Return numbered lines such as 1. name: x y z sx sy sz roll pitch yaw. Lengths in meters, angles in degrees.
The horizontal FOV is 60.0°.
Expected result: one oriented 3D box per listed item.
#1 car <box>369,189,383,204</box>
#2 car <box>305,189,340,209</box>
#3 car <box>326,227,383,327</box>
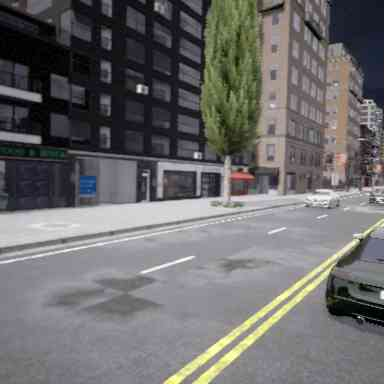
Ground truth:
1. car: 18.488 0.430 32.216 2.128 1.511 4.902 3 3 36
2. car: 10.646 0.532 26.907 1.812 1.442 4.674 3 3 36
3. car: 3.937 1.357 6.152 1.994 1.385 4.181 3 3 36
